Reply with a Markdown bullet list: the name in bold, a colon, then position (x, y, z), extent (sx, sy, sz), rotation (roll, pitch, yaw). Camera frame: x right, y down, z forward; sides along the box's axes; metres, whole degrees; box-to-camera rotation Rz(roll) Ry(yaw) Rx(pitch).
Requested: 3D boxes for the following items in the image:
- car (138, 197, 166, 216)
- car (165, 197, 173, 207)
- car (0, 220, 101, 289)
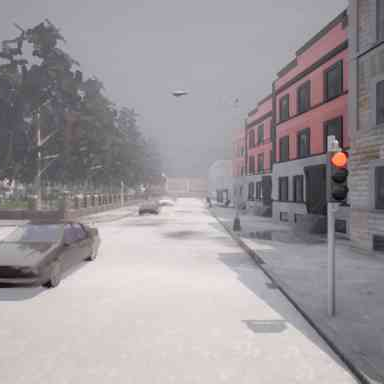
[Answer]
- **car**: position (-4.071, 1.547, 33.080), extent (2.033, 1.411, 5.357), rotation (0, 0, 0)
- **car**: position (-4.048, 1.524, 51.761), extent (1.812, 1.442, 4.674), rotation (0, 0, 0)
- **car**: position (-4.092, 1.547, 9.491), extent (2.033, 1.411, 5.357), rotation (0, 0, 0)
